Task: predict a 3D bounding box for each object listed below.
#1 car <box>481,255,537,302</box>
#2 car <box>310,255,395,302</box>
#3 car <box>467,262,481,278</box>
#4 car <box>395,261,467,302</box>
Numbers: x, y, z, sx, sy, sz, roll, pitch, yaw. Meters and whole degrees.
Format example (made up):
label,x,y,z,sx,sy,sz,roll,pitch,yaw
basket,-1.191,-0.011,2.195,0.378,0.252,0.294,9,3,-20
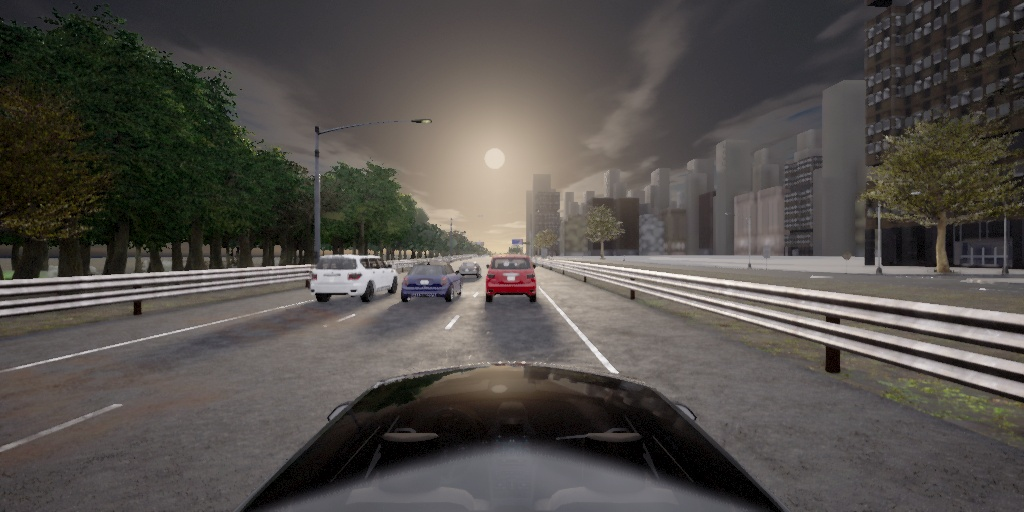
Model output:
label,x,y,z,sx,sy,sz,roll,pitch,yaw
car,-0.051,0.963,16.728,2.150,2.045,5.566,0,0,0
car,-7.052,0.962,16.680,2.150,2.045,5.566,0,0,0
car,-3.707,1.208,31.711,2.033,1.411,5.357,0,0,-1
car,-3.551,1.071,16.645,2.097,1.767,4.553,0,0,0
